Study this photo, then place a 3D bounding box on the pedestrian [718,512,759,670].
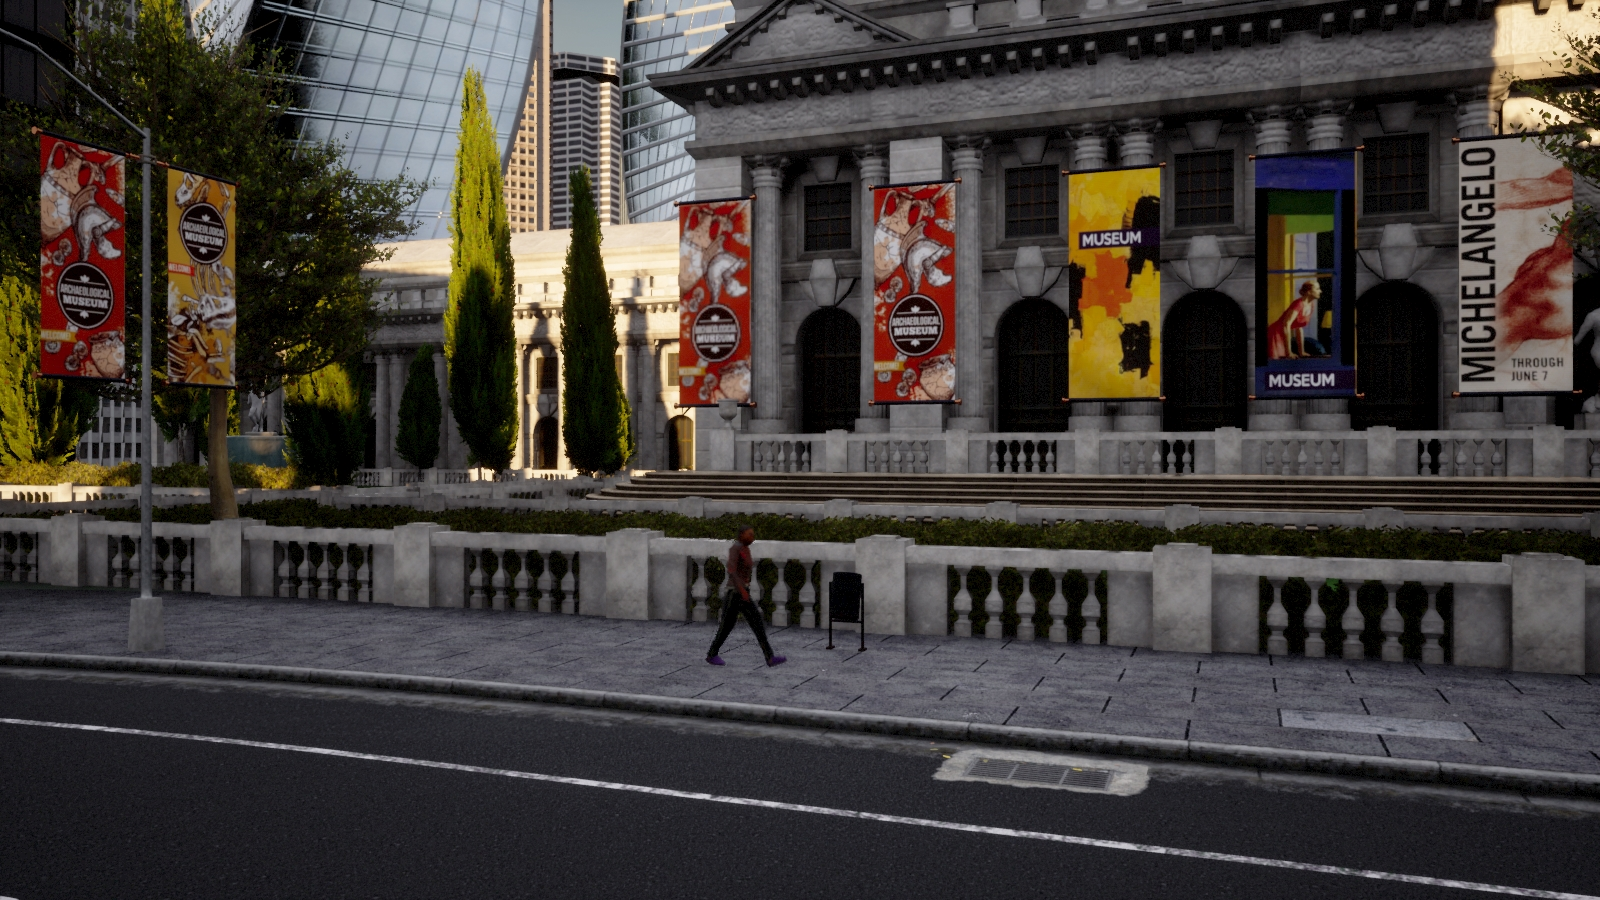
[{"bbox_3d":[-0.750,1.696,13.902,0.375,1.860,0.375,0,0,23],"label":"pedestrian"}]
